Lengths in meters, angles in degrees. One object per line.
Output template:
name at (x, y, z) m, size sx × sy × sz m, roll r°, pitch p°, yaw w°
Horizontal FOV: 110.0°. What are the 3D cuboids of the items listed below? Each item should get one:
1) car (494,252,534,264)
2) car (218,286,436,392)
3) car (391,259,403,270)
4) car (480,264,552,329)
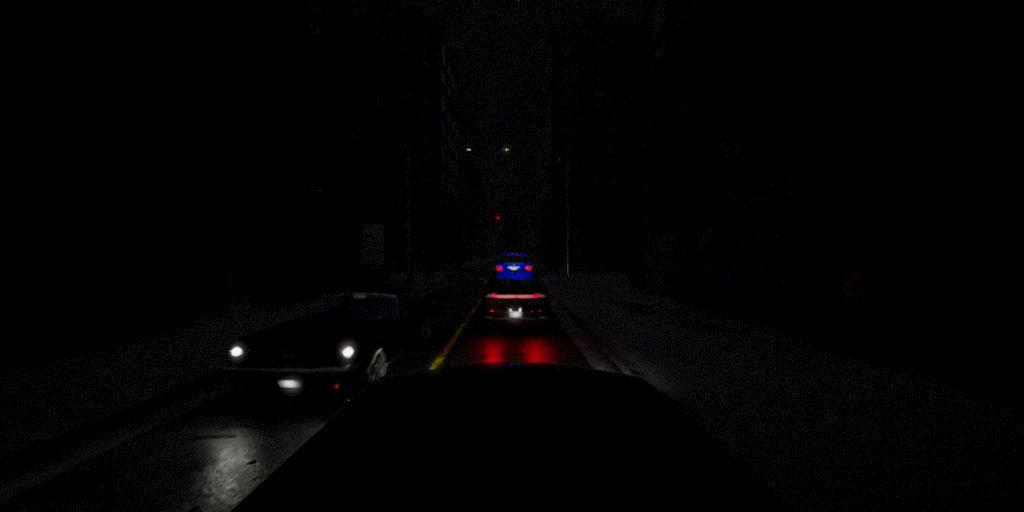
car at (0.127, 0.790, 21.218) m, size 2.150 × 2.045 × 5.566 m, roll 0°, pitch 1°, yaw 1°
car at (-2.833, 1.303, 6.778) m, size 1.895 × 1.301 × 4.718 m, roll 0°, pitch 1°, yaw 0°
car at (-14.611, 0.927, 40.903) m, size 4.313 × 1.339 × 1.948 m, roll 0°, pitch 0°, yaw 0°
car at (0.110, 1.155, 10.909) m, size 2.128 × 1.511 × 4.902 m, roll 0°, pitch 0°, yaw 0°
